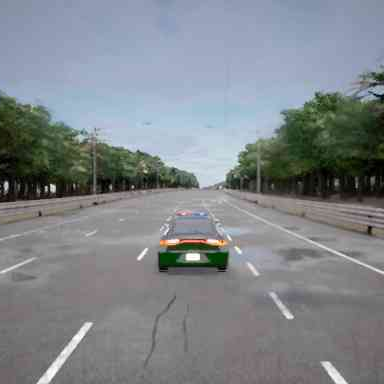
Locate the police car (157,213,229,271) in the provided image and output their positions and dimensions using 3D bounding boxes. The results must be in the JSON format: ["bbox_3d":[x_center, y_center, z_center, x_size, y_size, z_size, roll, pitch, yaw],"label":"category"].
[{"bbox_3d":[0.020,1.443,10.897,2.038,1.542,4.974,0,1,0],"label":"police car"}]
